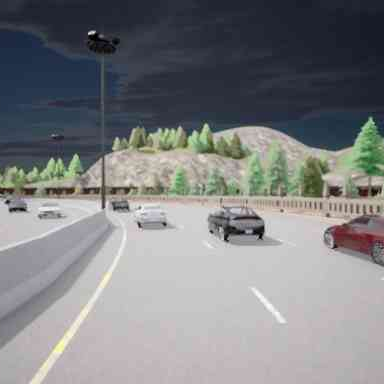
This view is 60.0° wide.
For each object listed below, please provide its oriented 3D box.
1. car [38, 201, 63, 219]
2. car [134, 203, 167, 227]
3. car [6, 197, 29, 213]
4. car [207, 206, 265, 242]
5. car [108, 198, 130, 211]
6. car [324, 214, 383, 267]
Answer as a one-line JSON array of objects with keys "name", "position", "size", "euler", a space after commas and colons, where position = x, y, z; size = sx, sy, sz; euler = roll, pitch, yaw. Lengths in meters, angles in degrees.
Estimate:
[{"name": "car", "position": [-12.364, 1.533, 29.191], "size": [1.812, 1.442, 4.674], "euler": [0, 0, -19]}, {"name": "car", "position": [-2.833, 1.482, 22.270], "size": [1.812, 1.442, 4.674], "euler": [0, 0, -14]}, {"name": "car", "position": [-19.614, 1.609, 37.680], "size": [2.033, 1.411, 5.357], "euler": [0, 0, -26]}, {"name": "car", "position": [1.984, 1.435, 16.206], "size": [2.128, 1.511, 4.902], "euler": [0, 0, -9]}, {"name": "car", "position": [-8.707, 1.461, 39.385], "size": [2.128, 1.511, 4.902], "euler": [0, 0, -24]}, {"name": "car", "position": [6.243, 1.462, 11.124], "size": [1.812, 1.442, 4.674], "euler": [0, 0, -6]}]
